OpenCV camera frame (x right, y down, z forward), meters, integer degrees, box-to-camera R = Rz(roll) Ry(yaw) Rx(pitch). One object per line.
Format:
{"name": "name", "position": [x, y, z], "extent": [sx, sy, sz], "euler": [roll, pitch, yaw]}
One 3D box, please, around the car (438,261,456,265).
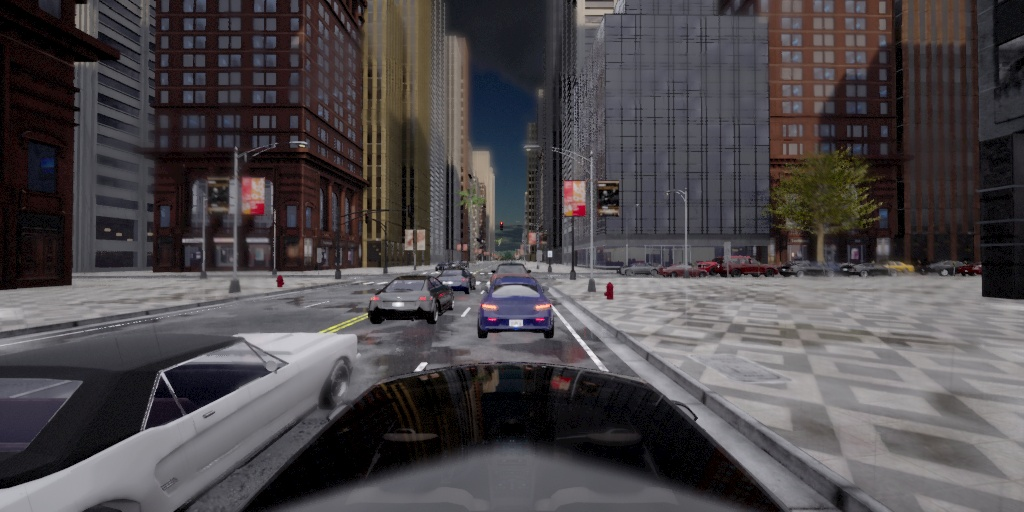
{"name": "car", "position": [-9.941, 1.544, 52.742], "extent": [1.994, 1.385, 4.181], "euler": [0, 0, 0]}

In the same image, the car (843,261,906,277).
{"name": "car", "position": [32.169, 1.260, 32.368], "extent": [4.313, 1.339, 1.948], "euler": [0, 0, -1]}

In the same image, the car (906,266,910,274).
{"name": "car", "position": [43.132, 1.296, 41.086], "extent": [4.829, 1.417, 1.751], "euler": [0, 0, -1]}

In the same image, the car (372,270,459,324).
{"name": "car", "position": [-3.171, 1.327, 12.014], "extent": [1.994, 1.385, 4.181], "euler": [0, 0, 0]}

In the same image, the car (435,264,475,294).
{"name": "car", "position": [-3.187, 1.353, 20.402], "extent": [1.994, 1.385, 4.181], "euler": [0, 0, 0]}

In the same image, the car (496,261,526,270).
{"name": "car", "position": [-0.034, 1.135, 19.012], "extent": [2.097, 1.767, 4.553], "euler": [0, 0, 0]}

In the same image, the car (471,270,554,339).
{"name": "car", "position": [0.088, 1.284, 10.027], "extent": [1.812, 1.442, 4.674], "euler": [0, 0, 0]}

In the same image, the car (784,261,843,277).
{"name": "car", "position": [26.532, 1.276, 32.269], "extent": [4.313, 1.339, 1.948], "euler": [0, 0, -1]}

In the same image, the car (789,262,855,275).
{"name": "car", "position": [32.893, 1.308, 38.146], "extent": [5.357, 1.411, 2.033], "euler": [0, -1, -1]}

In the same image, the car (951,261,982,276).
{"name": "car", "position": [43.445, 1.214, 32.565], "extent": [4.507, 1.381, 1.888], "euler": [0, 0, -1]}

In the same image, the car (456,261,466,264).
{"name": "car", "position": [-9.938, 1.545, 63.028], "extent": [2.128, 1.511, 4.902], "euler": [0, 0, 0]}

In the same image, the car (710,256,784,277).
{"name": "car", "position": [20.895, 1.041, 32.171], "extent": [5.009, 1.841, 2.192], "euler": [0, 0, -1]}

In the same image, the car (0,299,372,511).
{"name": "car", "position": [-3.156, 1.351, 3.191], "extent": [1.895, 1.301, 4.718], "euler": [0, 0, 0]}

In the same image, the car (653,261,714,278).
{"name": "car", "position": [15.257, 1.327, 32.072], "extent": [4.207, 1.307, 1.802], "euler": [0, 0, -1]}

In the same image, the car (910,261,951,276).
{"name": "car", "position": [42.734, 1.207, 35.179], "extent": [4.892, 1.490, 1.837], "euler": [0, -1, -1]}

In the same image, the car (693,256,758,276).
{"name": "car", "position": [22.516, 1.011, 37.978], "extent": [5.566, 2.045, 2.150], "euler": [0, -1, -1]}

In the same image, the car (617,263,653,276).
{"name": "car", "position": [13.213, 1.384, 37.813], "extent": [4.181, 1.385, 1.994], "euler": [0, -1, -1]}
